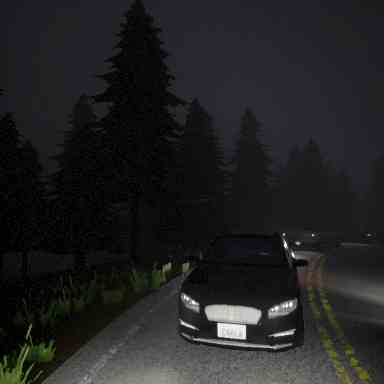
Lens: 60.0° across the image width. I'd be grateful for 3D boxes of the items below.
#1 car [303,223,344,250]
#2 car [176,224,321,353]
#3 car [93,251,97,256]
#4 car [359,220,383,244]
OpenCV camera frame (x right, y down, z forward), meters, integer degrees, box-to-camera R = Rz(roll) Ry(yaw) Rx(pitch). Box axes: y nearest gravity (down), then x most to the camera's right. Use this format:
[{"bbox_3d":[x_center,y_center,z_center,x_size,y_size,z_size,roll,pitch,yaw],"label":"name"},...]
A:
[{"bbox_3d":[6.478,2.306,17.668,1.895,1.301,4.718,-3,-6,39],"label":"car"},{"bbox_3d":[1.131,1.561,6.594,2.128,1.511,4.902,-1,-2,15],"label":"car"},{"bbox_3d":[-20.287,13.650,72.956,4.181,1.381,1.994,-2,-5,31],"label":"car"},{"bbox_3d":[15.799,3.221,26.442,5.566,2.045,2.150,8,-8,-28],"label":"car"}]
